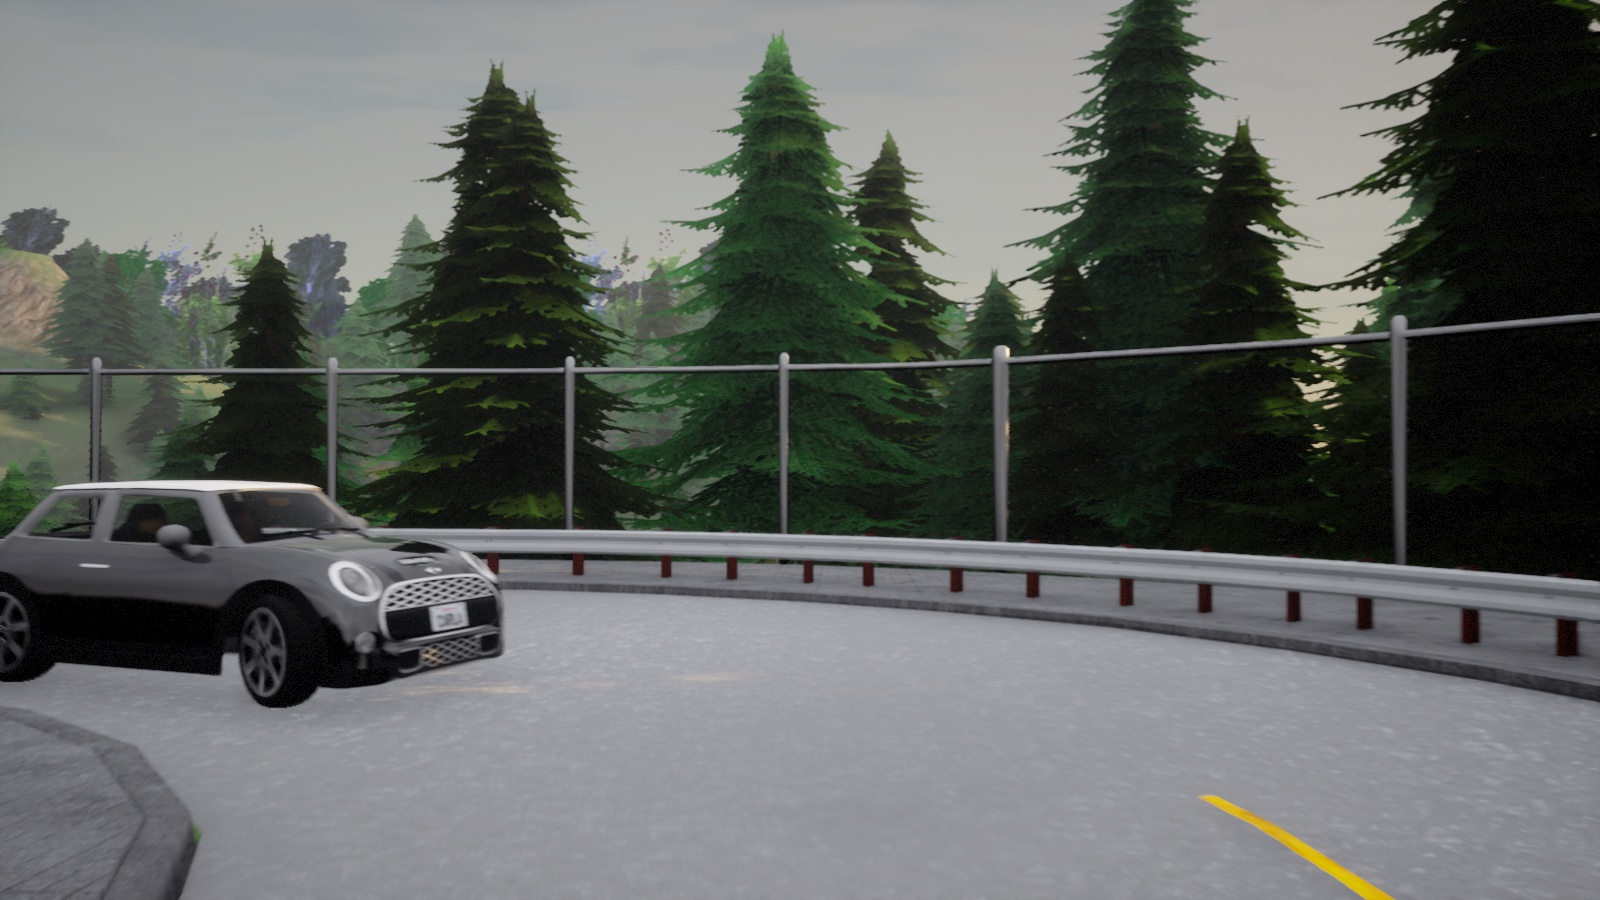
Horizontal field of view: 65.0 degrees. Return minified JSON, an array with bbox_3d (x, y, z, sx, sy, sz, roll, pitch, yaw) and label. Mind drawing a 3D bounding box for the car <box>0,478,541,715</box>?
[{"bbox_3d":[-4.137,0.959,9.492,3.806,1.475,1.970,-1,-1,22],"label":"car"}]
